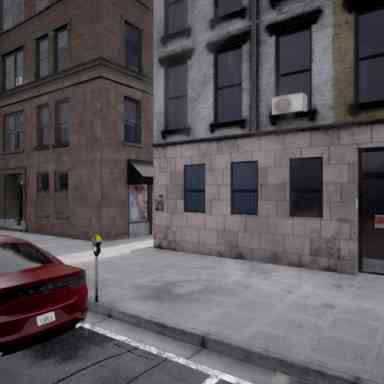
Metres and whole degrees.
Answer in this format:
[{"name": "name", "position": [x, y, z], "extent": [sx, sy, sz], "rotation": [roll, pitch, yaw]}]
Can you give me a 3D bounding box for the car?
[{"name": "car", "position": [-3.896, 1.478, 5.723], "extent": [5.008, 1.535, 1.882], "rotation": [0, 0, 35]}]
